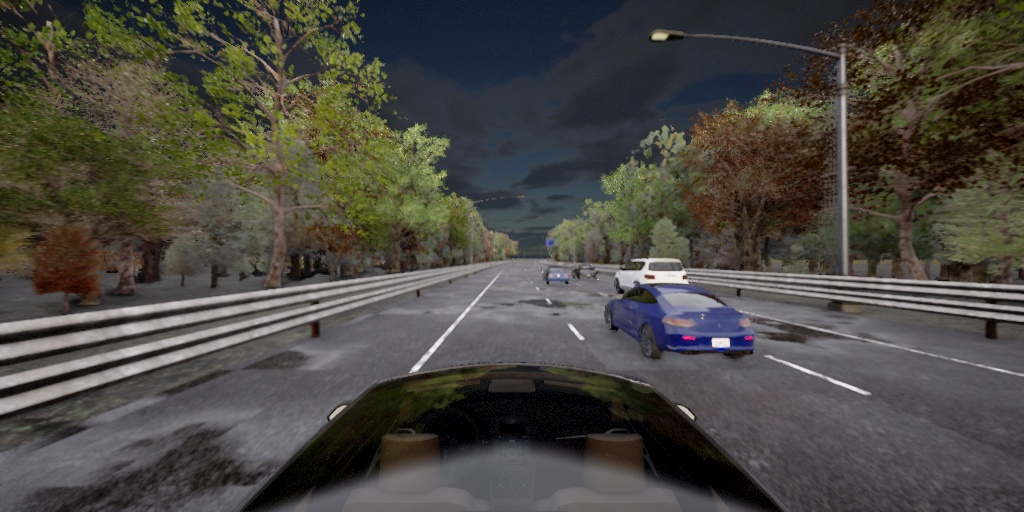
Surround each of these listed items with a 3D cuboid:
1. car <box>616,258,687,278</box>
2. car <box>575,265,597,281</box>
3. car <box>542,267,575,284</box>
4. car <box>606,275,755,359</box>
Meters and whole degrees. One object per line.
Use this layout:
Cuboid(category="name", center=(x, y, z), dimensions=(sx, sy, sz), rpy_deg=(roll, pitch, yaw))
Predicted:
Cuboid(category="car", center=(7.099, 1.152, 18.849), dimensions=(2.150, 2.045, 5.566), rpy_deg=(0, -1, 0))
Cuboid(category="car", center=(7.099, 1.595, 35.481), dimensions=(2.128, 1.511, 4.902), rpy_deg=(0, -1, 0))
Cuboid(category="car", center=(3.599, 1.596, 30.225), dimensions=(2.033, 1.411, 5.357), rpy_deg=(0, -1, 0))
Cuboid(category="car", center=(3.591, 1.347, 8.460), dimensions=(1.812, 1.442, 4.674), rpy_deg=(0, -1, 0))
